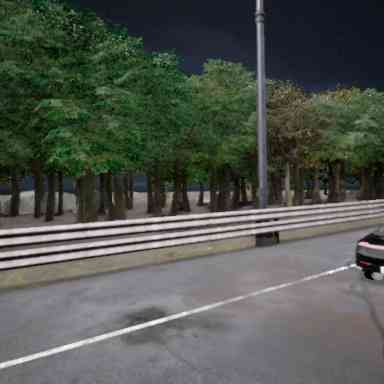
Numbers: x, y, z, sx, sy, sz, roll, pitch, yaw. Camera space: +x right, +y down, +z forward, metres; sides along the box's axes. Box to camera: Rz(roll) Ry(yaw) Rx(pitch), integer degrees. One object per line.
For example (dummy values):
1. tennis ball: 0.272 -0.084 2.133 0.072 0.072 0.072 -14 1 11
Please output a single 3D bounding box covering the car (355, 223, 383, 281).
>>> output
1. car: 5.793 1.260 7.849 4.902 1.511 2.128 -2 1 -35
